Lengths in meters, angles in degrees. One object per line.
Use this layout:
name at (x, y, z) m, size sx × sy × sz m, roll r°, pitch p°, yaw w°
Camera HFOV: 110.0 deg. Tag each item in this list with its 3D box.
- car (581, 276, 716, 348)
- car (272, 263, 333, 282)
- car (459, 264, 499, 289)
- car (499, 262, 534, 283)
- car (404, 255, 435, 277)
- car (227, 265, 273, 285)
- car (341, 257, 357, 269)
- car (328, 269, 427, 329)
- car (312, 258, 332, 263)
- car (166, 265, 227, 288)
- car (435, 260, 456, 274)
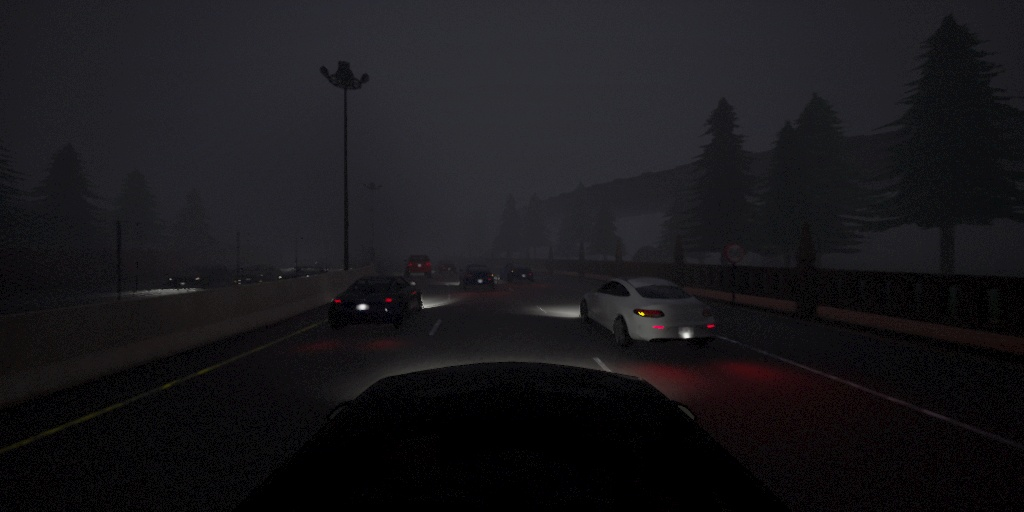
car at (3.118, 1.233, 9.045) m, size 1.812 × 1.442 × 4.674 m, roll 0°, pitch 0°, yaw -4°
car at (-13.337, 1.322, 23.198) m, size 1.895 × 1.301 × 4.718 m, roll 0°, pitch 0°, yaw -14°
car at (-2.224, 1.203, 22.142) m, size 1.812 × 1.442 × 4.674 m, roll 0°, pitch 0°, yaw -12°
car at (0.274, 1.173, 26.947) m, size 1.812 × 1.442 × 4.674 m, roll 0°, pitch 0°, yaw -13°
car at (-8.730, 0.882, 33.166) m, size 2.150 × 2.045 × 5.566 m, roll 0°, pitch 0°, yaw -18°
car at (-17.404, 1.295, 24.874) m, size 1.994 × 1.385 × 4.181 m, roll 0°, pitch 0°, yaw -15°
car at (-25.272, 0.993, 55.632) m, size 2.097 × 1.767 × 4.553 m, roll 0°, pitch 0°, yaw -22°
car at (-4.087, 1.293, 11.309) m, size 1.994 × 1.385 × 4.181 m, roll 0°, pitch 0°, yaw -6°
car at (-28.400, 1.018, 54.141) m, size 2.097 × 1.767 × 4.553 m, roll 0°, pitch 0°, yaw -22°
car at (-20.849, 1.295, 24.476) m, size 2.033 × 1.411 × 5.357 m, roll 0°, pitch 0°, yaw -16°
car at (-7.380, 1.155, 39.641) m, size 1.812 × 1.442 × 4.674 m, roll 0°, pitch 0°, yaw -21°
